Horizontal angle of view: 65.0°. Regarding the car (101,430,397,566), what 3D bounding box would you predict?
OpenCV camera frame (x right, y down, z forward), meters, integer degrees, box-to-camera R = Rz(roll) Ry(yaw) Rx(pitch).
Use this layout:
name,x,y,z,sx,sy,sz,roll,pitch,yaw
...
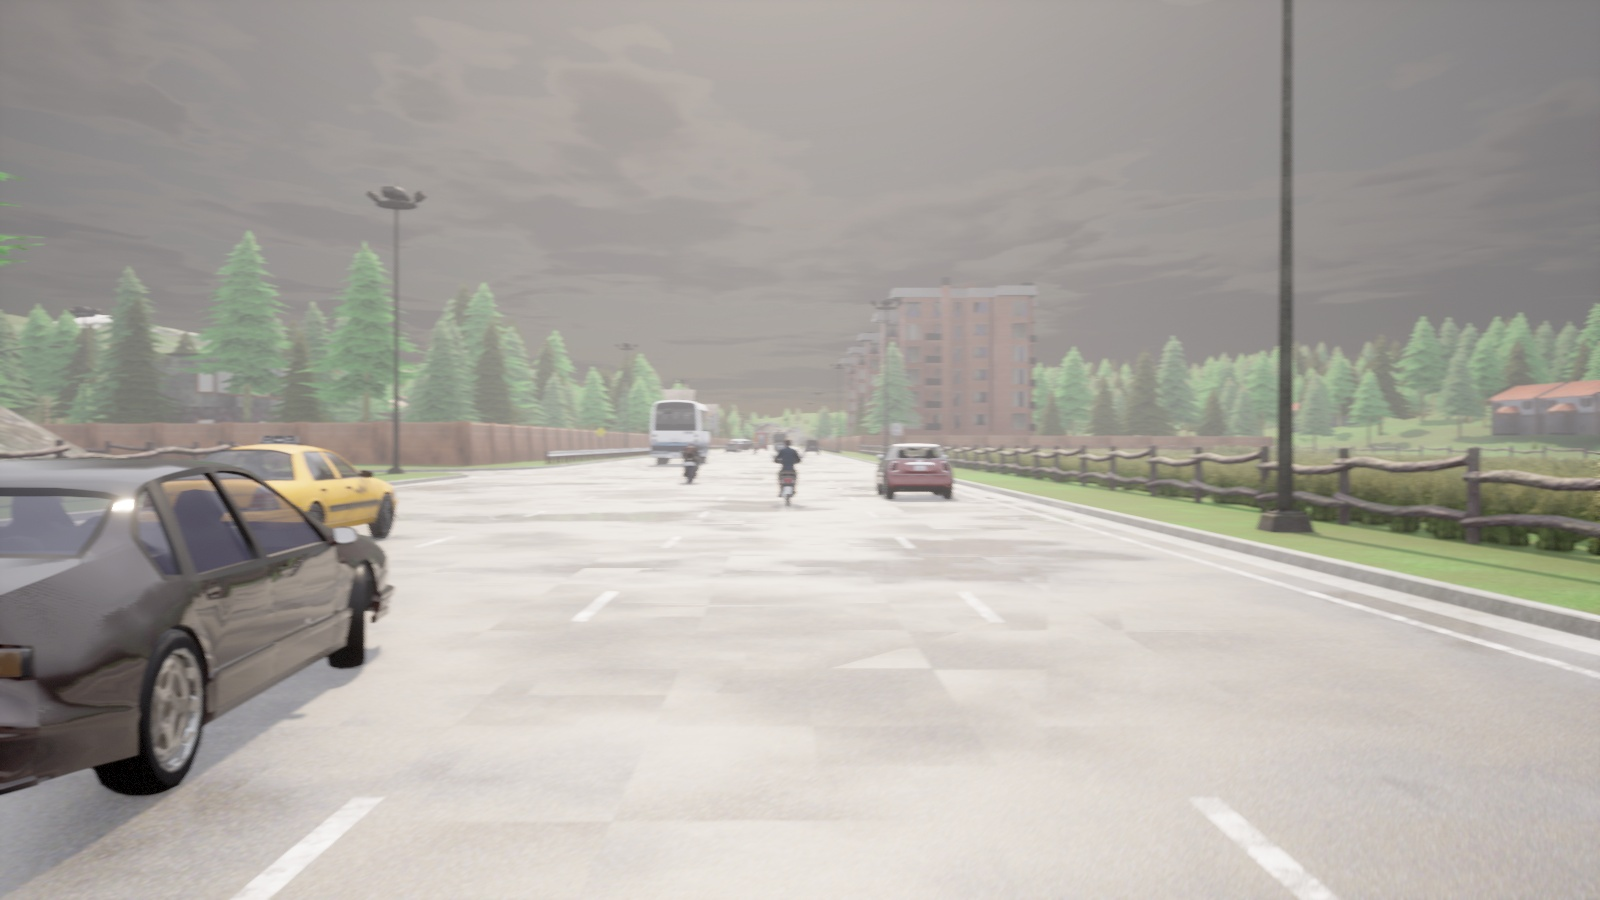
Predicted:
name,x,y,z,sx,sy,sz,roll,pitch,yaw
car,-7.287,0.543,17.339,1.801,1.575,5.366,0,0,-1

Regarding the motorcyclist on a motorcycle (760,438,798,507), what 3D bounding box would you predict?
name,x,y,z,sx,sy,sz,roll,pitch,yaw
motorcyclist on a motorcycle,-0.505,0.521,30.115,0.866,1.590,1.817,0,0,-1

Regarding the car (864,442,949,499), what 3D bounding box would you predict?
name,x,y,z,sx,sy,sz,roll,pitch,yaw
car,2.897,0.525,34.922,1.970,1.475,3.806,0,0,-1

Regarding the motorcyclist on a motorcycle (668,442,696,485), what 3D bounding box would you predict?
name,x,y,z,sx,sy,sz,roll,pitch,yaw
motorcyclist on a motorcycle,-4.321,0.489,45.960,0.866,1.530,2.191,0,0,-2

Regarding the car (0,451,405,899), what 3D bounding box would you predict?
name,x,y,z,sx,sy,sz,roll,pitch,yaw
car,-3.709,0.735,6.529,2.033,1.411,5.357,0,0,-5

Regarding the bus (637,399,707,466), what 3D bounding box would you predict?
name,x,y,z,sx,sy,sz,roll,pitch,yaw
bus,-8.650,-1.181,86.090,3.944,4.253,10.273,0,1,-1
